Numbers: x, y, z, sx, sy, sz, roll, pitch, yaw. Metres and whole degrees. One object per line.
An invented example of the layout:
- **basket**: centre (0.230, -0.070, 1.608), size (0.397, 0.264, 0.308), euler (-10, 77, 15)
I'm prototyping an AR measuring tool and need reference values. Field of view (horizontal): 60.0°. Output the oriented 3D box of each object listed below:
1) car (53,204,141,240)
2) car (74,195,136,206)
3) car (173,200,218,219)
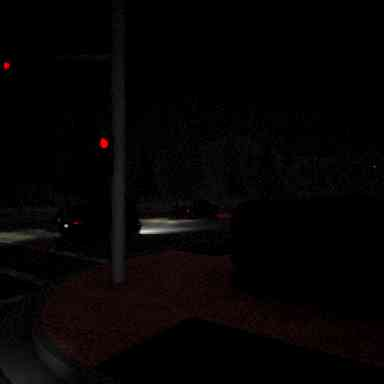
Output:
- **car**: centre (-4.636, 1.564, 17.132), size (1.994, 1.385, 4.181), euler (0, 0, 39)
- **car**: centre (-5.979, 1.221, 21.385), size (2.150, 2.045, 5.566), euler (0, 0, 38)
- **car**: centre (0.386, 1.477, 29.401), size (1.882, 1.535, 5.008), euler (0, 0, 39)
